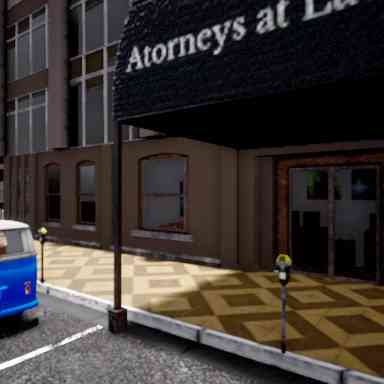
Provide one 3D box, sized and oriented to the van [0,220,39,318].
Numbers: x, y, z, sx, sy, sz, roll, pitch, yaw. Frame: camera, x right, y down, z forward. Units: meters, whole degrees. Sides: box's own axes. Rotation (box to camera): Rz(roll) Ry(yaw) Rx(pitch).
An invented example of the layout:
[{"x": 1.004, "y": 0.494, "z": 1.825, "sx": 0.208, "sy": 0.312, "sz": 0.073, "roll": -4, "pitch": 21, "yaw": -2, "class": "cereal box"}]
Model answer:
[{"x": -4.509, "y": 1.341, "z": 6.080, "sx": 3.998, "sy": 1.788, "sz": 1.690, "roll": 0, "pitch": 0, "yaw": 35, "class": "van"}]
